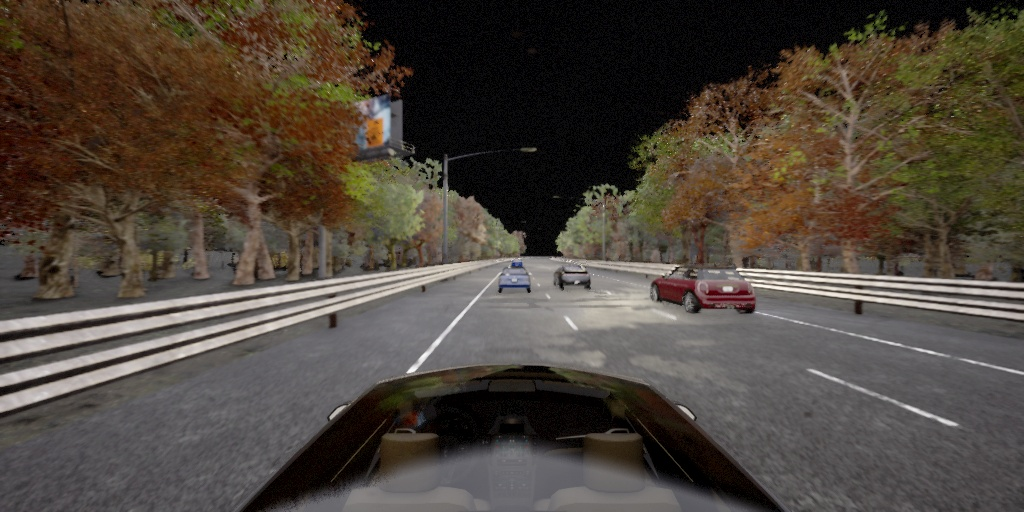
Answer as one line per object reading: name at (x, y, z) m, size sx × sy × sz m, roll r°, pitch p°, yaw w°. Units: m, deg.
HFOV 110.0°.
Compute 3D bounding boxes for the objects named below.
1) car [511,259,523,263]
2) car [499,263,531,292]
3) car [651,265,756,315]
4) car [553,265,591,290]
car at (0.903, 1.316, 60.327) m, size 1.882 × 1.535 × 5.008 m, roll 0°, pitch 0°, yaw 2°
car at (0.165, 1.328, 21.683) m, size 2.033 × 1.411 × 5.357 m, roll 0°, pitch 0°, yaw 1°
car at (7.134, 1.128, 13.943) m, size 2.097 × 1.767 × 4.553 m, roll 0°, pitch 0°, yaw 0°
car at (3.696, 1.277, 22.639) m, size 2.128 × 1.511 × 4.902 m, roll 0°, pitch 0°, yaw 1°
